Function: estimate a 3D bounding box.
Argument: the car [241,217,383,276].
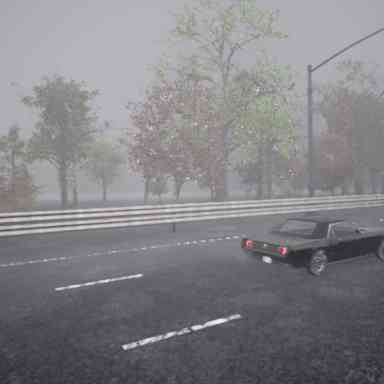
[{"bbox_3d":[3.810,1.376,9.582,4.718,1.301,1.895,-2,1,-30],"label":"car"}]
